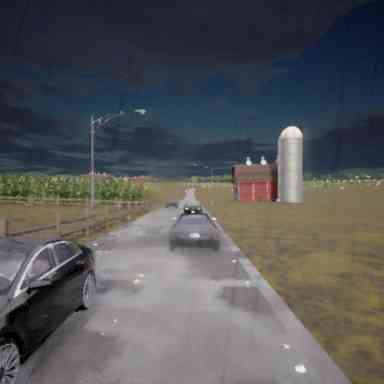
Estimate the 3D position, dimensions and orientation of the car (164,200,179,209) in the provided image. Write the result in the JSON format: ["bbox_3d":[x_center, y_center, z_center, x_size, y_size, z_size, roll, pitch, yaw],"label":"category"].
[{"bbox_3d":[-2.833,1.720,46.736,1.895,1.301,4.718,0,0,0],"label":"car"}]

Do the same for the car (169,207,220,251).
[{"bbox_3d":[0.098,1.565,14.200,1.994,1.385,4.181,0,0,0],"label":"car"}]

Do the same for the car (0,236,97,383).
[{"bbox_3d":[-2.851,1.492,4.924,2.128,1.511,4.902,0,0,0],"label":"car"}]

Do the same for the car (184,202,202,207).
[{"bbox_3d":[0.096,1.652,34.055,1.895,1.301,4.718,0,0,0],"label":"car"}]
